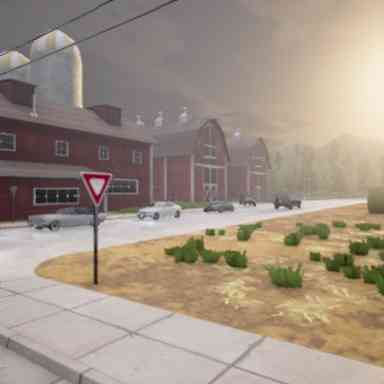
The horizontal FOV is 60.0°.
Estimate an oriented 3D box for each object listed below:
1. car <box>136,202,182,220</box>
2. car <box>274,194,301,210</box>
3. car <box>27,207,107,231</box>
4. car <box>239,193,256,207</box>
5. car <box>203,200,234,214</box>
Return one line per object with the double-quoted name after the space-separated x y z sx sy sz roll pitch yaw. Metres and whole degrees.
-2.677 1.563 28.415 1.812 1.442 4.674 0 0 35 "car"
12.764 1.249 44.362 2.150 2.045 5.566 0 0 36 "car"
-7.794 1.638 21.048 1.895 1.301 4.718 0 0 35 "car"
8.659 1.198 52.009 1.905 1.878 3.866 6 1 -8 "car"
2.983 1.602 36.587 1.994 1.385 4.181 0 0 35 "car"
